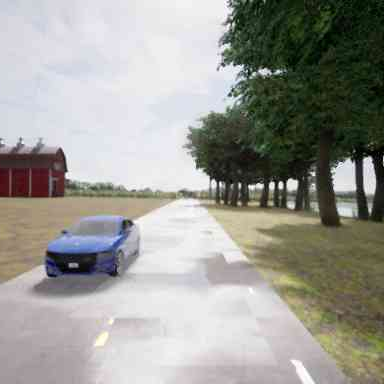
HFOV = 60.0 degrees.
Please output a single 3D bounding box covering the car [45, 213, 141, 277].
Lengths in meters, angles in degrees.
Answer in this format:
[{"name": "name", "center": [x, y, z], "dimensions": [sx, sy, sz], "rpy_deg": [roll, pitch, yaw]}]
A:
[{"name": "car", "center": [-2.823, 1.487, 10.455], "dimensions": [1.882, 1.535, 5.008], "rpy_deg": [0, 0, 0]}]
